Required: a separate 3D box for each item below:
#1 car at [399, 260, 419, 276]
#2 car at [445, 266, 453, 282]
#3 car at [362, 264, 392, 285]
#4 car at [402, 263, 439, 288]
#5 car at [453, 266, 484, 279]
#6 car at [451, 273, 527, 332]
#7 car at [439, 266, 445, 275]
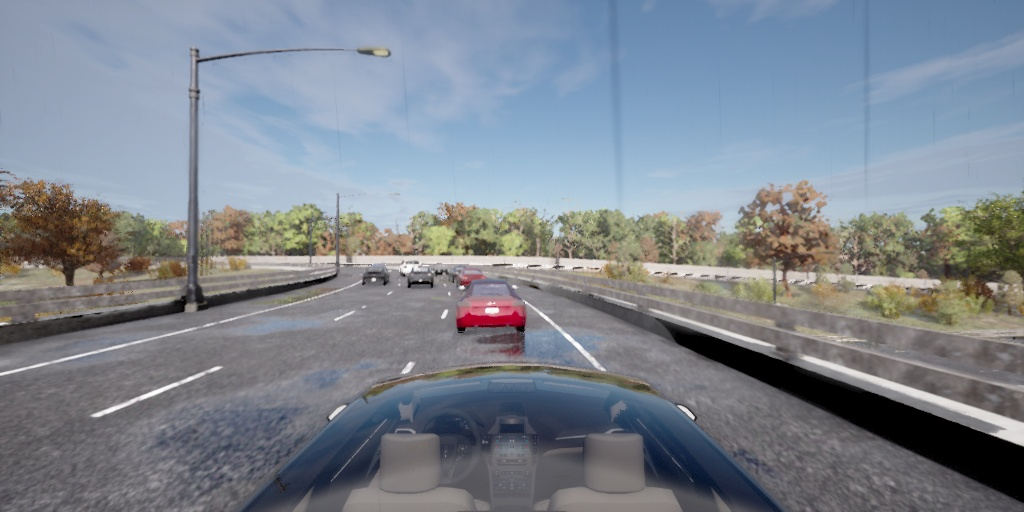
[{"bbox_3d":[-12.501,1.446,43.835,2.150,2.045,5.566,0,0,-23],"label":"car"},{"bbox_3d":[-4.717,1.615,32.497,1.812,1.442,4.674,0,-1,-16],"label":"car"},{"bbox_3d":[-11.209,1.575,29.780,1.837,1.490,4.892,0,0,-15],"label":"car"},{"bbox_3d":[-6.884,1.526,27.104,2.128,1.511,4.902,0,-1,-14],"label":"car"},{"bbox_3d":[-2.835,1.528,24.695,1.812,1.442,4.674,0,-1,-12],"label":"car"},{"bbox_3d":[-0.735,1.419,11.387,1.994,1.385,4.181,0,-1,-6],"label":"car"},{"bbox_3d":[-8.771,1.819,43.964,1.895,1.301,4.718,0,-1,-22],"label":"car"}]
